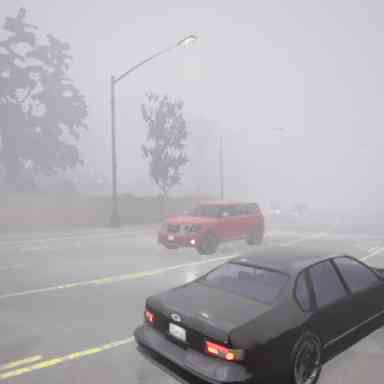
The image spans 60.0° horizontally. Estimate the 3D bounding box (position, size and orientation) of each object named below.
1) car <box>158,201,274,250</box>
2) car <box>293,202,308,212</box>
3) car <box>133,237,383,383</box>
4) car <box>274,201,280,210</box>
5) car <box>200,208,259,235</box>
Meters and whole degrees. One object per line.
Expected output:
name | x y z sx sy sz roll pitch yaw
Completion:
car | 1.091 1.408 14.565 2.150 2.045 5.566 -1 -1 43
car | 16.705 2.320 51.394 1.812 1.442 4.674 -1 -1 12
car | 1.748 1.607 5.315 5.357 1.411 2.033 0 -1 -40
car | 15.118 2.485 60.718 2.128 1.511 4.902 -1 -1 12
car | 2.610 1.836 21.932 1.812 1.442 4.674 -1 -1 35
